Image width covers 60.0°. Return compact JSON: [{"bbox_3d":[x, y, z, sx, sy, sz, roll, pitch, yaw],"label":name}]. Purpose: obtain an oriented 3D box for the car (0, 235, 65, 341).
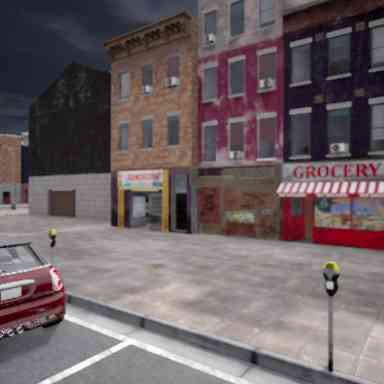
[{"bbox_3d":[-4.058,1.420,5.706,4.097,1.590,1.967,0,0,36],"label":"car"}]
